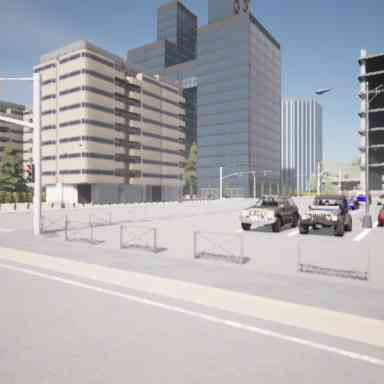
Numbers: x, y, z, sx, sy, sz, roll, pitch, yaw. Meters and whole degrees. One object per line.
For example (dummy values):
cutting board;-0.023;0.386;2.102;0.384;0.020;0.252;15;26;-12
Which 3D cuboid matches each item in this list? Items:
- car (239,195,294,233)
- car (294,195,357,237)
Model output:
car;4.382;1.111;18.270;1.932;1.855;4.605;0;0;34
car;6.750;1.114;16.606;1.905;1.878;3.866;0;0;34
